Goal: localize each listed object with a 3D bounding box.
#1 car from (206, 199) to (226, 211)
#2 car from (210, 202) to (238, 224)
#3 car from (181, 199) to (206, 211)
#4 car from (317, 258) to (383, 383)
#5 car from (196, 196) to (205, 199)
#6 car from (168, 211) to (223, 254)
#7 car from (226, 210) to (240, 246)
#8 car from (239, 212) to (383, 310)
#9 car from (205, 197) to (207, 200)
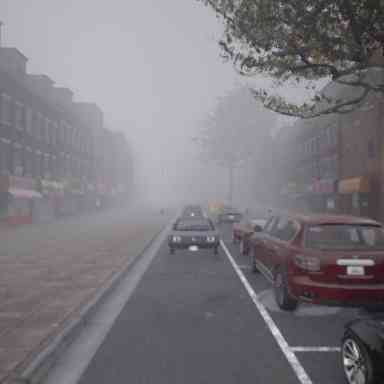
[{"bbox_3d":[2.984,1.676,37.674,1.882,1.535,5.008,0,0,0],"label":"car"},{"bbox_3d":[2.643,1.721,24.468,1.947,1.339,4.313,2,0,0],"label":"car"},{"bbox_3d":[0.061,1.682,30.869,1.837,1.490,4.892,0,0,0],"label":"car"},{"bbox_3d":[2.658,1.587,2.239,1.947,1.339,4.313,2,0,0],"label":"car"},{"bbox_3d":[2.602,1.821,74.454,1.967,1.590,4.097,2,0,0],"label":"car"},{"bbox_3d":[0.071,1.706,13.960,1.895,1.301,4.718,0,0,0],"label":"car"},{"bbox_3d":[2.651,1.646,13.356,1.887,1.381,4.507,2,0,0],"label":"car"},{"bbox_3d":[2.661,1.379,7.801,2.192,1.841,5.009,2,0,0],"label":"car"},{"bbox_3d":[2.984,1.728,44.678,1.837,1.490,4.892,0,0,0],"label":"car"}]
